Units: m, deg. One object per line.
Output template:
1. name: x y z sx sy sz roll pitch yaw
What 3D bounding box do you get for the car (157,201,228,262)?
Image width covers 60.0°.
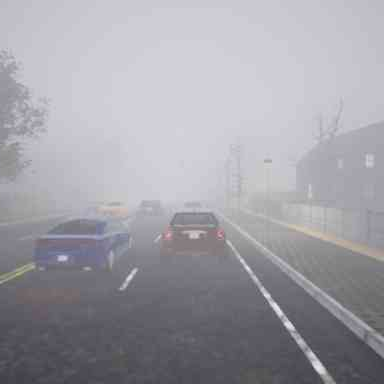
1. car: 0.084 1.348 12.221 2.097 1.767 4.553 0 0 0

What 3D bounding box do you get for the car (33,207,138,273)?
1. car: -3.171 1.473 10.665 1.882 1.535 5.008 0 0 0

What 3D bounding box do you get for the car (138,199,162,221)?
1. car: -3.164 1.346 26.968 2.097 1.767 4.553 0 0 0

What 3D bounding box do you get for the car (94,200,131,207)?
1. car: -6.585 1.471 28.867 1.882 1.535 5.008 0 0 0

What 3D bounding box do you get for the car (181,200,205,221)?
1. car: 0.088 1.470 28.015 1.882 1.535 5.008 0 0 0

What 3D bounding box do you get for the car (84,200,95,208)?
1. car: -9.811 1.542 35.211 2.033 1.411 5.357 0 0 0
